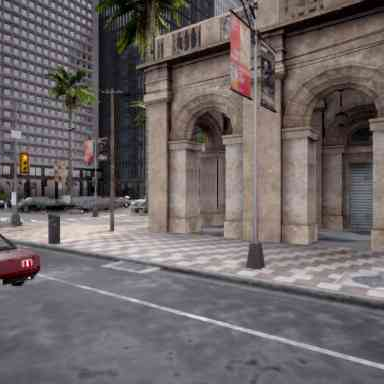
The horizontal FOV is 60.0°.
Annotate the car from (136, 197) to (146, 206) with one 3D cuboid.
[{"bbox_3d":[-7.478,1.526,54.818,1.812,1.442,4.674,0,0,36],"label":"car"}]

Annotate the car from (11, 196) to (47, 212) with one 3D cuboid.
[{"bbox_3d":[-18.733,1.352,39.233,2.097,1.767,4.553,0,0,36],"label":"car"}]

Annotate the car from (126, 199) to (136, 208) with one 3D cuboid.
[{"bbox_3d":[-10.423,1.491,44.770,2.128,1.511,4.902,0,0,36],"label":"car"}]

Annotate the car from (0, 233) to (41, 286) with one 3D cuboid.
[{"bbox_3d":[-5.792,1.601,8.180,4.718,1.301,1.895,0,0,37],"label":"car"}]

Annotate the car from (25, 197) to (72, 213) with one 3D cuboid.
[{"bbox_3d":[-15.728,1.601,37.415,1.895,1.301,4.718,0,0,36],"label":"car"}]

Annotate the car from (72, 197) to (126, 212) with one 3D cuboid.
[{"bbox_3d":[-10.589,1.547,38.217,2.033,1.411,5.357,0,0,36],"label":"car"}]

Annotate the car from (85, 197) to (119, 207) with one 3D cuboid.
[{"bbox_3d":[-13.870,1.513,51.260,2.161,1.482,4.786,0,0,35],"label":"car"}]

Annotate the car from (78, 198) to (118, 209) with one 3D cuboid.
[{"bbox_3d":[-13.195,1.547,46.914,2.033,1.411,5.357,0,0,36],"label":"car"}]
